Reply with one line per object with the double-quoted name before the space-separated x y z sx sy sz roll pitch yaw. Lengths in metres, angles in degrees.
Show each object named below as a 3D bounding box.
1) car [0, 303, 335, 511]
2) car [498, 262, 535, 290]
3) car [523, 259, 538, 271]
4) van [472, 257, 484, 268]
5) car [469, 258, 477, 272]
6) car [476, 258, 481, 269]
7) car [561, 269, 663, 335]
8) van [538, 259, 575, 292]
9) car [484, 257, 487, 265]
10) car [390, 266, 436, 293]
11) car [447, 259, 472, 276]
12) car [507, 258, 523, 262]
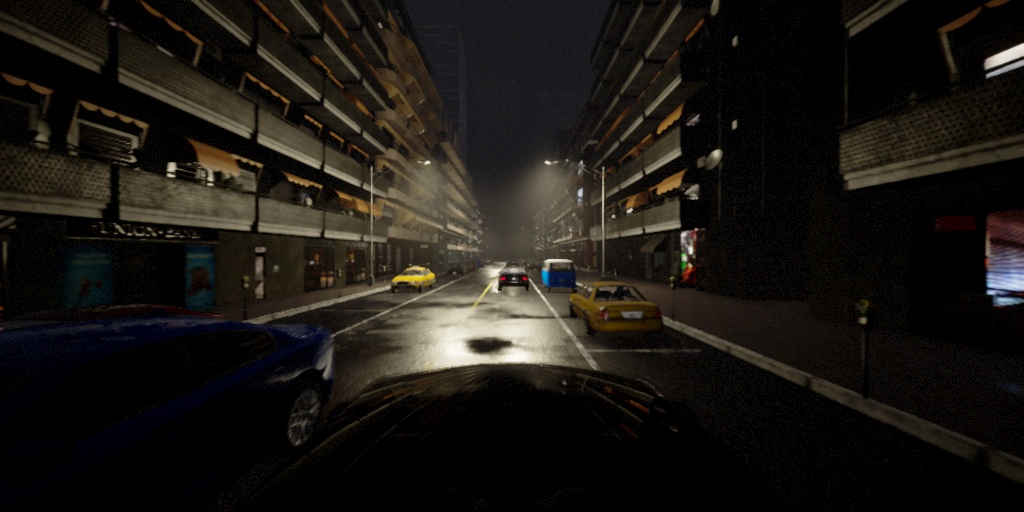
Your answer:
"car" -3.078 1.228 2.278 1.882 1.535 5.008 0 0 0
"car" 0.104 1.301 22.332 2.033 1.411 5.357 0 0 0
"car" 2.692 1.310 43.287 2.007 1.370 4.403 0 0 0
"van" -5.688 1.106 54.349 1.690 1.789 3.998 0 0 0
"car" -5.689 1.305 43.301 1.888 1.381 4.507 0 0 0
"car" -5.689 1.307 48.825 1.888 1.381 4.507 0 0 0
"car" 2.690 1.276 10.317 1.751 1.417 4.829 0 0 0
"van" 2.690 1.094 21.195 1.690 1.789 3.998 0 0 0
"car" -5.688 1.207 59.872 1.967 1.591 4.097 0 0 0
"car" -5.691 1.278 21.038 1.751 1.417 4.829 0 0 0
"car" -5.689 1.324 37.777 1.948 1.339 4.313 0 0 0
"car" 0.105 1.254 48.193 2.128 1.511 4.902 0 0 0
